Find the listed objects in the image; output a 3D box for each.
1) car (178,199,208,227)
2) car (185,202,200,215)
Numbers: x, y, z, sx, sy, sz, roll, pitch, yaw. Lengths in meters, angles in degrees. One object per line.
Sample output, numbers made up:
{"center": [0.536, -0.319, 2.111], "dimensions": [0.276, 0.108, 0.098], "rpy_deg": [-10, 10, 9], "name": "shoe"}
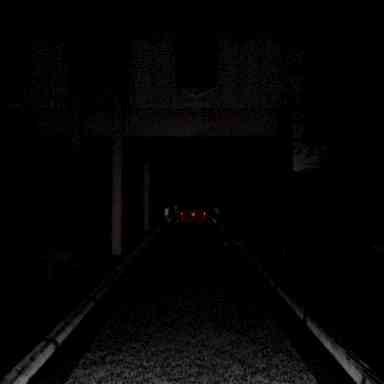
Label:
{"center": [0.092, 1.616, 25.031], "dimensions": [2.097, 1.767, 4.553], "rpy_deg": [0, -1, 0], "name": "car"}
{"center": [0.085, 2.125, 43.022], "dimensions": [1.882, 1.535, 5.008], "rpy_deg": [0, -1, 0], "name": "car"}
